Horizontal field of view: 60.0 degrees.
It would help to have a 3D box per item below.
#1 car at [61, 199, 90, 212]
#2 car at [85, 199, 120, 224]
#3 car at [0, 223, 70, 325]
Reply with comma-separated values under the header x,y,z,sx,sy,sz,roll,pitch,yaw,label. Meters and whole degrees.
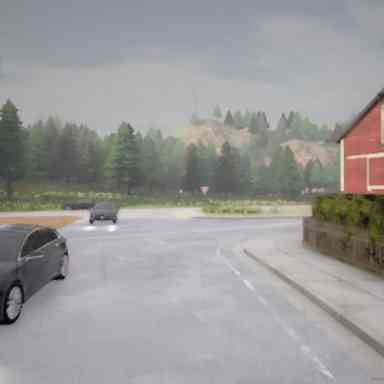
x,y,z,sx,sy,sz,roll,pitch,yaw,label
-13.298,1.571,40.576,5.008,1.535,1.882,0,-2,-4,car
-6.433,1.476,24.752,1.837,1.490,4.892,0,0,-9,car
-4.045,1.504,7.082,1.837,1.490,4.892,0,0,-5,car
